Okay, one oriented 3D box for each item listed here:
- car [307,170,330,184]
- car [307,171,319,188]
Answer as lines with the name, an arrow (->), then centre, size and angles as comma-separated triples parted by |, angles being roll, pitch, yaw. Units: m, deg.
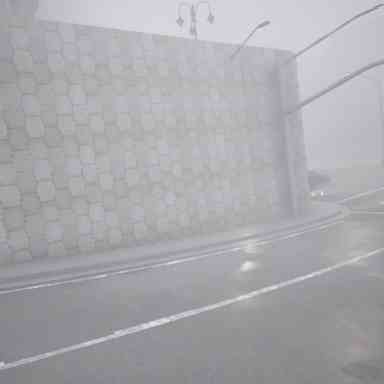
car -> 10.712, -1.340, 31.787 | 1.837, 1.490, 4.892 | -11, 6, -34
car -> 8.043, -0.736, 29.581 | 2.033, 1.411, 5.357 | -11, 7, -35
